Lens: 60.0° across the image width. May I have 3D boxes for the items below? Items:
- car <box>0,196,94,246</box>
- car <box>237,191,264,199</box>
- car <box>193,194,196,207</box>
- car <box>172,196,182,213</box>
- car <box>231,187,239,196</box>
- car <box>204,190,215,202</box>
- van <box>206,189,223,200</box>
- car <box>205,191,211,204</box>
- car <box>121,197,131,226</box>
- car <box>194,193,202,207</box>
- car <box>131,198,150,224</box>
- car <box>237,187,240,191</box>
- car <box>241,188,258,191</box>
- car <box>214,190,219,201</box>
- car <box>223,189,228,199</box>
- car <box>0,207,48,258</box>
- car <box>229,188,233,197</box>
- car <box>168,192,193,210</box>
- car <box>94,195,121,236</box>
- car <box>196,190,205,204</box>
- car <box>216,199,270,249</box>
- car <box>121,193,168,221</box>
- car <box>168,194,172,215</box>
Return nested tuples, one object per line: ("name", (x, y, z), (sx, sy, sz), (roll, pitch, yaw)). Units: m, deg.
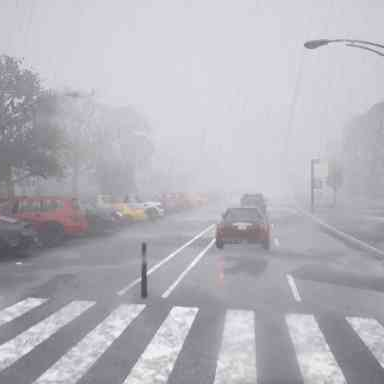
("car", (-7.435, 1.235, 14.407), (5.566, 2.045, 2.435), (-1, 0, -9))
("car", (5.479, 1.169, 29.449), (2.150, 2.045, 5.566), (0, 1, 13))
("car", (-2.370, 1.290, 37.668), (4.892, 1.521, 2.231), (-1, 1, -7))
("car", (-3.722, 1.425, 31.859), (4.792, 1.488, 2.163), (-1, 1, -8))
("car", (7.388, 0.341, 75.028), (4.892, 1.521, 2.231), (-1, 1, -4))
("car", (0.443, 0.995, 49.209), (5.008, 1.535, 2.097), (-1, 2, -6))
("van", (2.532, 0.547, 57.821), (4.442, 1.987, 1.878), (-1, 1, -5))
("car", (-0.465, 1.071, 46.308), (5.366, 1.575, 1.946), (-1, 2, -6))
("car", (-6.247, 1.359, 20.235), (4.553, 1.767, 2.185), (-1, 0, -8))
("car", (-1.675, 1.220, 40.554), (5.008, 1.535, 2.097), (-1, 1, -7))
("car", (-5.787, 1.477, 23.111), (5.366, 1.575, 1.946), (-1, 0, -8))
("car", (8.256, 0.146, 77.868), (4.553, 1.767, 2.185), (-1, 1, -4))
("car", (12.969, 0.308, 75.129), (2.033, 1.411, 5.357), (0, 1, 16))
("car", (1.157, 0.919, 52.099), (5.008, 1.535, 2.097), (-1, 1, -6))
("car", (3.408, 0.696, 60.719), (5.008, 1.535, 2.097), (-1, 1, -5))
("car", (-7.979, 1.487, 11.496), (4.892, 1.521, 2.231), (-1, 0, -9))
("car", (4.978, 0.551, 66.443), (5.008, 1.535, 2.097), (-1, 1, -5))
("car", (-3.066, 1.096, 34.755), (5.566, 2.045, 2.435), (-1, 1, -7))
("car", (-6.790, 1.234, 17.339), (5.566, 2.045, 2.435), (-1, 0, -9))
("car", (-1.017, 1.020, 43.444), (4.553, 1.767, 2.185), (-1, 1, -6))
("car", (2.328, 1.362, 14.706), (2.097, 1.767, 4.553), (0, 0, 11))
("car", (-4.954, 1.208, 26.065), (5.566, 2.045, 2.435), (-1, 0, -8))
("car", (-4.314, 1.306, 28.966), (4.553, 1.767, 2.185), (-1, 1, -8))
